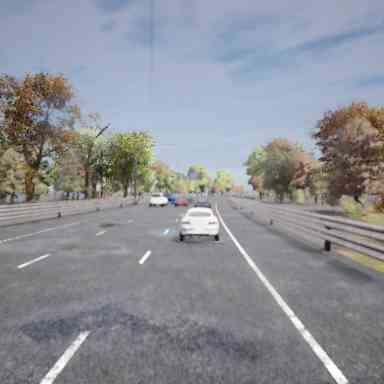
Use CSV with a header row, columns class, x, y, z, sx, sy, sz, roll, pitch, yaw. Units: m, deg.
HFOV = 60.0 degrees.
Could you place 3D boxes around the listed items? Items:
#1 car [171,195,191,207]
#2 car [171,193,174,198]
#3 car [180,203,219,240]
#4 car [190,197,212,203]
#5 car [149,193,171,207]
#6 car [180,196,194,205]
class,x,y,z,sx,sy,sz,roll,pitch,yaw
car,-1.584,1.556,51.171,1.994,1.385,4.181,0,0,4
car,-4.315,1.229,61.359,2.150,2.045,5.566,0,0,5
car,0.382,1.519,16.837,1.812,1.442,4.674,0,0,1
car,1.217,1.485,37.921,2.128,1.511,4.902,0,0,3
car,-5.103,1.207,51.003,2.150,2.045,5.566,0,0,4
car,-0.829,1.490,61.046,2.128,1.511,4.902,0,0,5
